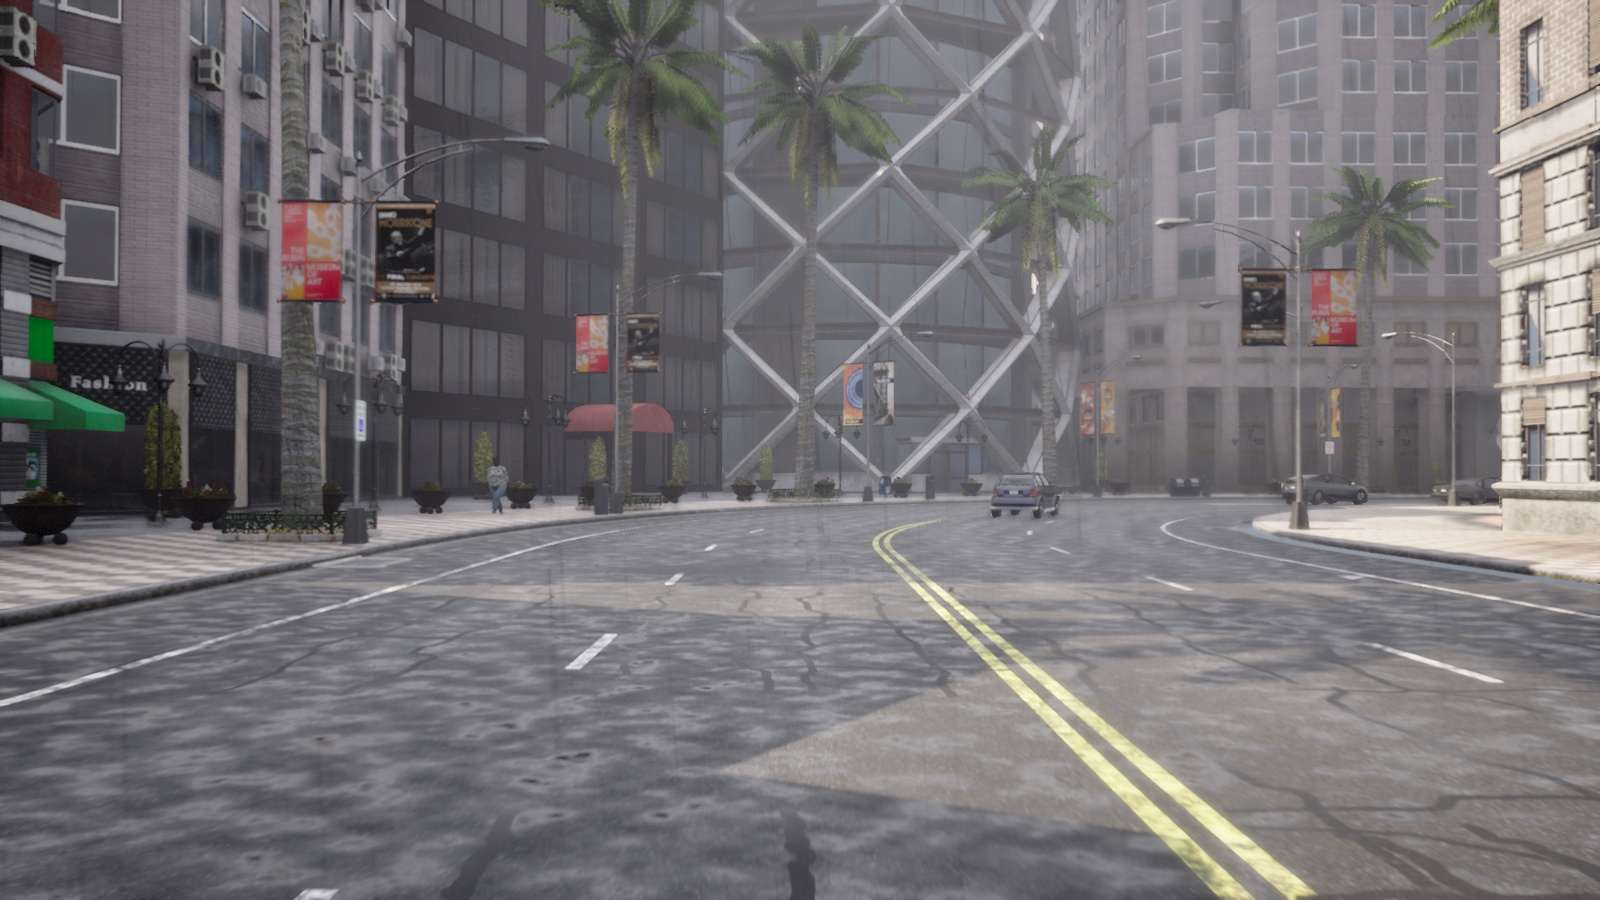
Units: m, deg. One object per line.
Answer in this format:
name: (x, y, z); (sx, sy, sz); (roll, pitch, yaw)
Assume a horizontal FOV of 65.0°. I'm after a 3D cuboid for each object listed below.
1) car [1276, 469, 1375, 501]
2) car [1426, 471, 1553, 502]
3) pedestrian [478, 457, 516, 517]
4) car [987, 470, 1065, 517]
car: (25.894, 1.694, 61.905); (4.514, 1.525, 2.007); (0, -1, -26)
car: (33.266, 1.744, 60.594); (5.357, 1.411, 2.033); (0, -1, -13)
pedestrian: (-9.509, 1.170, 39.461); (0.874, 1.855, 0.900); (0, -1, 10)
car: (7.937, 1.496, 43.884); (1.789, 1.549, 3.705); (-1, -1, 24)
